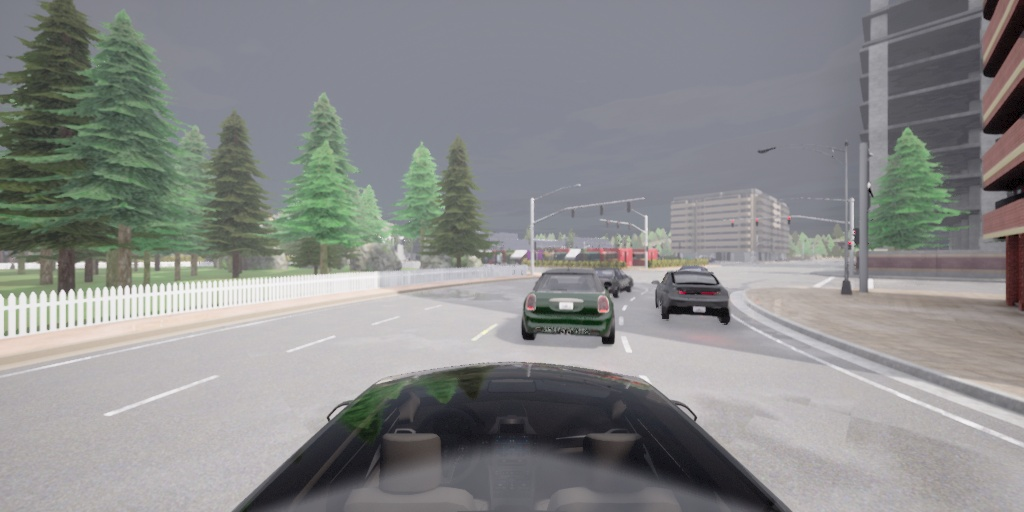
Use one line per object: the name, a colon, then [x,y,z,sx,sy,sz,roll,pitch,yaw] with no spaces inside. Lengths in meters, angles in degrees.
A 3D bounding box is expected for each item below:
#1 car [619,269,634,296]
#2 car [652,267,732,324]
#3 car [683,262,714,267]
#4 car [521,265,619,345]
car: [4.930,1.298,18.598,2.033,1.411,5.357,0,0,29]
car: [5.941,1.252,12.134,1.837,1.490,4.892,0,-1,19]
car: [10.213,1.277,20.177,1.812,1.442,4.674,0,0,34]
car: [1.644,1.102,9.859,2.097,1.767,4.553,0,0,13]
